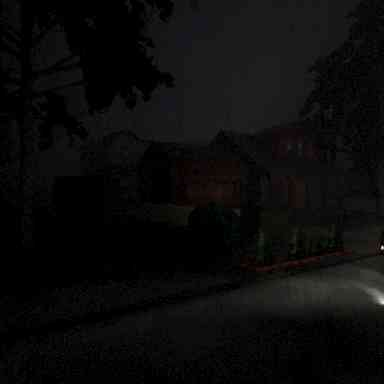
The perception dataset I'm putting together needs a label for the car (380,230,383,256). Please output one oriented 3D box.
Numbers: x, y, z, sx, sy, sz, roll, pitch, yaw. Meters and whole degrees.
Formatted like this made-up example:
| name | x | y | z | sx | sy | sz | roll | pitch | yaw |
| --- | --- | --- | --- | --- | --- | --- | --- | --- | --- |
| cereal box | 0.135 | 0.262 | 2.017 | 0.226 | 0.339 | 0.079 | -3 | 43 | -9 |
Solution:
| name | x | y | z | sx | sy | sz | roll | pitch | yaw |
| --- | --- | --- | --- | --- | --- | --- | --- | --- | --- |
| car | 8.098 | 1.179 | 10.303 | 5.566 | 2.045 | 2.150 | 0 | 0 | -35 |
